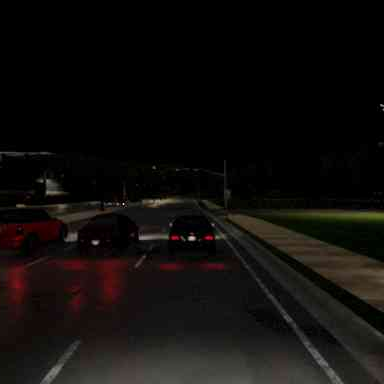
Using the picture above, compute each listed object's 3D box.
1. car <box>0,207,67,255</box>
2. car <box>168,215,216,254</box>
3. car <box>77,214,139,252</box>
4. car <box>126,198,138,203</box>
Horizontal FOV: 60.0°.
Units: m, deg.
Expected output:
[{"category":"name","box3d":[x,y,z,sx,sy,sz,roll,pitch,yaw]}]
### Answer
[{"category":"car","box3d":[-7.005,1.482,14.097,2.097,1.767,4.553,0,-1,0]},{"category":"car","box3d":[-0.006,1.679,14.007,2.033,1.411,5.357,0,-1,0]},{"category":"car","box3d":[-3.506,1.661,14.387,1.812,1.442,4.674,0,0,0]},{"category":"car","box3d":[-16.374,2.413,94.199,2.033,1.411,5.357,0,-1,0]}]
